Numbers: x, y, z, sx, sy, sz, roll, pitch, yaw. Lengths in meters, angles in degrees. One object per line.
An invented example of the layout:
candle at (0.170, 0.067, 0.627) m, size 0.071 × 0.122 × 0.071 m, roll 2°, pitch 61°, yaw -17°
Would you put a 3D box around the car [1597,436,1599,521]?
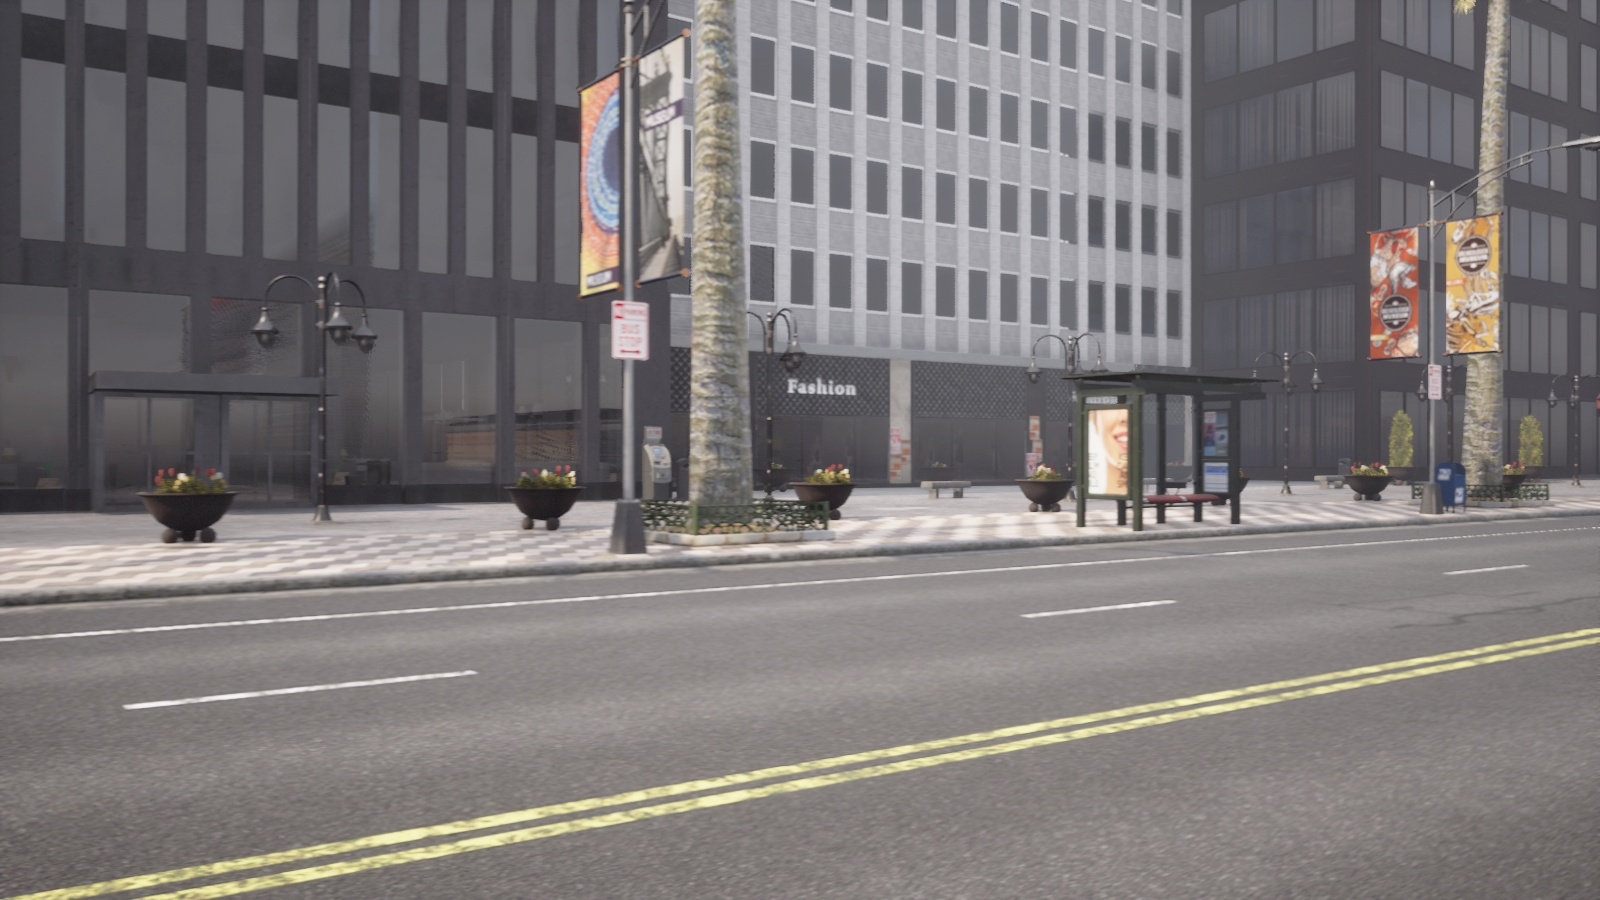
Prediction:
car at (18.132, 0.546, 24.773) m, size 5.027 × 1.651 × 2.152 m, roll 0°, pitch 0°, yaw -33°
